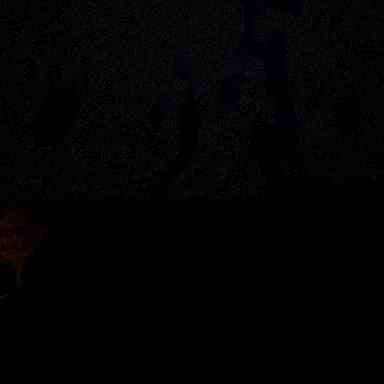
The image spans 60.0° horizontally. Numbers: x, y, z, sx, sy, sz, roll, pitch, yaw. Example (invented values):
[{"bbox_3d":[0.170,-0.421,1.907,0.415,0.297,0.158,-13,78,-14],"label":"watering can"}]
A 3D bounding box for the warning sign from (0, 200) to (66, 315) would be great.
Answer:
[{"bbox_3d":[-3.318,1.120,6.310,1.060,1.860,1.300,-2,1,36],"label":"warning sign"}]
